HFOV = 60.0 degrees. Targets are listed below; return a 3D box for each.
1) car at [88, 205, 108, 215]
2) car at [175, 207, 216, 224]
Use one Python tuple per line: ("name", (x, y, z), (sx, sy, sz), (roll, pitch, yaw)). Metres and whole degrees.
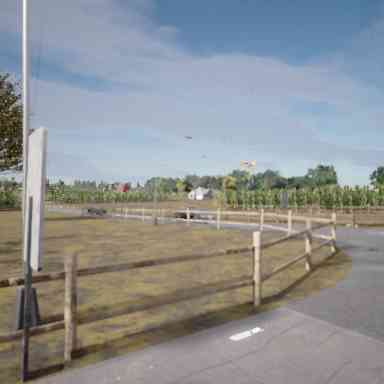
("car", (-14.907, 2.862, 52.523), (1.882, 1.535, 5.008), (3, -3, -36))
("car", (0.236, 2.178, 31.451), (2.128, 1.511, 4.902), (3, -3, -36))
